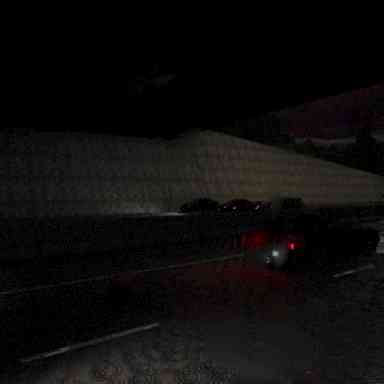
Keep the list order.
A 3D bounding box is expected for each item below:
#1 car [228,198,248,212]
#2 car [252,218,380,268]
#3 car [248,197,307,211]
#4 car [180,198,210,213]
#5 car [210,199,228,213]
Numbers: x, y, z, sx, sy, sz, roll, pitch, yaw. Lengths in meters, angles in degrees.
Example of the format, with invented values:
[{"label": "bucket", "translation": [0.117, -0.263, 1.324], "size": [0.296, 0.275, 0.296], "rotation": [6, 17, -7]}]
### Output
[{"label": "car", "translation": [5.870, 1.454, 29.654], "size": [4.718, 1.301, 1.895], "rotation": [0, 0, -35]}, {"label": "car", "translation": [4.290, 1.535, 11.100], "size": [4.718, 1.301, 1.895], "rotation": [0, 0, -35]}, {"label": "car", "translation": [7.013, 1.212, 26.169], "size": [4.553, 1.767, 2.097], "rotation": [0, 0, -35]}, {"label": "car", "translation": [0.980, 1.386, 34.755], "size": [4.674, 1.442, 1.812], "rotation": [0, 0, -36]}, {"label": "car", "translation": [4.406, 1.374, 32.906], "size": [4.674, 1.442, 1.812], "rotation": [0, 0, -35]}]
